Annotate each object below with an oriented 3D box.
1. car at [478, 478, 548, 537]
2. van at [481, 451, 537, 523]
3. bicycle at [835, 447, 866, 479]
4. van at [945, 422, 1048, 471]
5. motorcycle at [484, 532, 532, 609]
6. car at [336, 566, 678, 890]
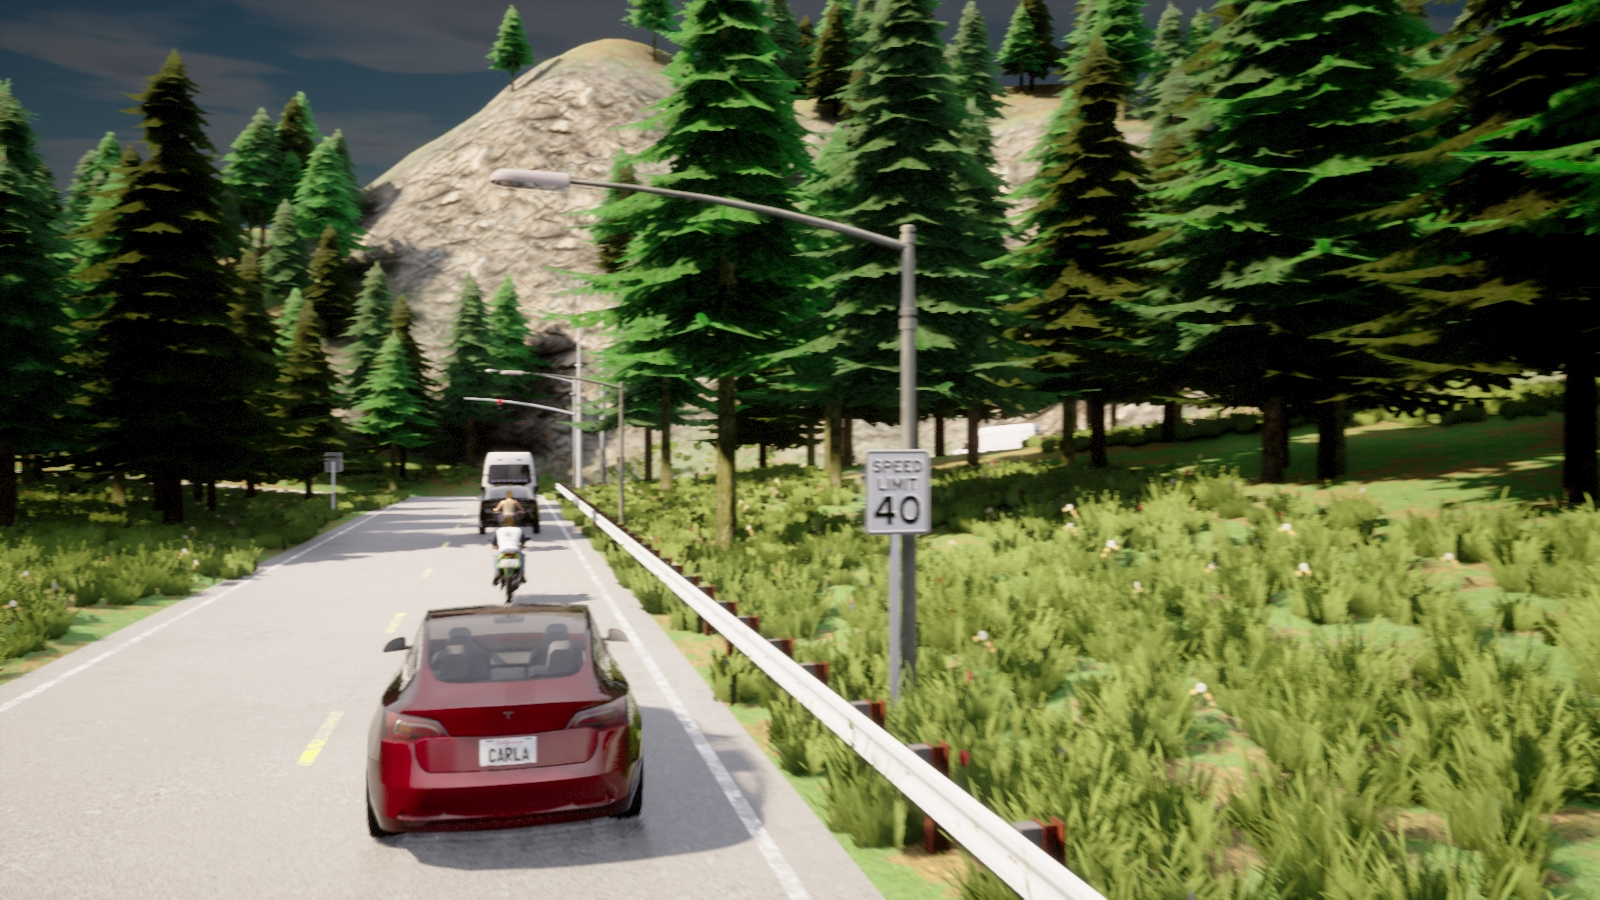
[{"bbox_3d":[-9.448,1.829,37.612,2.097,1.638,5.238,0,0,-14],"label":"car"},{"bbox_3d":[-11.391,1.354,44.770,1.988,2.561,5.915,0,0,-14],"label":"van"},{"bbox_3d":[3.286,0.824,73.957,1.835,1.919,0.329,-4,0,12],"label":"bicycle"},{"bbox_3d":[12.310,-0.188,71.795,5.915,2.561,1.988,-5,-2,27],"label":"van"},{"bbox_3d":[-5.241,2.126,20.522,0.803,1.145,2.033,0,0,-14],"label":"motorcycle"},{"bbox_3d":[-2.462,2.018,9.788,2.163,1.488,4.792,0,0,-14],"label":"car"}]
